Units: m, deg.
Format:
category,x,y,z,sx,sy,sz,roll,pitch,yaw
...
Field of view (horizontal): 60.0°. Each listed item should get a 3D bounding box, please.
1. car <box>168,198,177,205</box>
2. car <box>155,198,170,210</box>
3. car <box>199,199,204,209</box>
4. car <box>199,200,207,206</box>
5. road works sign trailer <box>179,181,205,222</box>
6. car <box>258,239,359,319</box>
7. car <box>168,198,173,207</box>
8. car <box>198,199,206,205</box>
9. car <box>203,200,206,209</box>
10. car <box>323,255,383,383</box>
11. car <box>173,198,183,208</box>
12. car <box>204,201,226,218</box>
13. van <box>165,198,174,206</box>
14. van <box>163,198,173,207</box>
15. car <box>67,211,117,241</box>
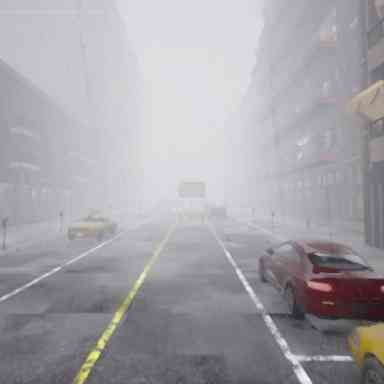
category,x,y,z,sx,sy,sz,roll,pitch,yaw
car,-5.285,2.513,90.202,2.192,1.841,5.009,1,-1,0
car,-5.291,2.233,56.849,1.752,1.417,4.829,2,-1,0
car,2.588,2.254,56.955,1.887,1.381,4.507,1,-1,0
car,2.590,2.572,79.077,1.887,1.381,4.507,1,-1,0
road works sign trailer,-0.010,0.822,30.519,2.380,3.560,2.880,0,-1,0
car,2.585,1.663,7.187,1.802,1.307,4.206,1,-1,0
car,-5.285,2.102,62.553,2.192,1.841,5.009,2,-1,0
car,2.600,2.637,90.139,1.967,1.590,4.097,1,-1,0
car,2.588,2.012,40.537,1.752,1.417,4.829,1,-1,0
car,2.586,1.547,1.828,1.752,1.417,4.829,2,-1,0
car,-2.771,2.313,64.689,2.128,1.511,4.902,0,-1,1
car,2.587,1.958,34.835,1.887,1.381,4.507,1,-1,0
van,-5.286,2.370,79.142,1.690,1.788,3.998,1,-1,0
van,-5.285,2.286,73.610,1.690,1.788,3.998,2,-1,0
car,-5.293,1.733,18.145,1.752,1.417,4.829,2,-1,0
